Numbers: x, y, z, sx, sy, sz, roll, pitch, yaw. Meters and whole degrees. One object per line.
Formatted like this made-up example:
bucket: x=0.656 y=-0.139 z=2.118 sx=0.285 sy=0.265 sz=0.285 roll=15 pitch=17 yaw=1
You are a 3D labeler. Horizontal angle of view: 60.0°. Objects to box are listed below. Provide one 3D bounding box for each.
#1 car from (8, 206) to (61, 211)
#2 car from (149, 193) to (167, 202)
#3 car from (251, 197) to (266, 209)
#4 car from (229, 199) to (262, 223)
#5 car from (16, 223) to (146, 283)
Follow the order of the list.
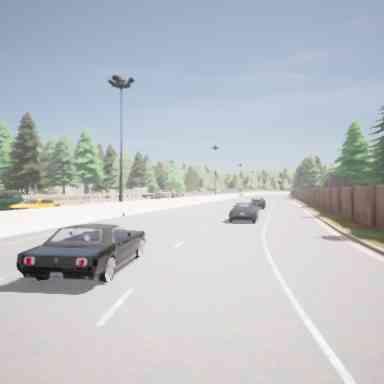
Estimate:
car: x=-13.390 y=1.269 z=28.682 sx=1.882 sy=1.535 sz=5.008 roll=0 pitch=0 yaw=14
car: x=-6.832 y=1.041 z=67.677 sx=2.097 sy=1.767 sz=4.553 roll=0 pitch=0 yaw=15
car: x=8.188 y=1.317 z=41.470 sx=2.128 sy=1.511 sz=4.902 roll=0 pitch=0 yaw=14
car: x=3.911 y=1.455 z=24.731 sx=1.994 sy=1.385 sz=4.181 roll=0 pitch=0 yaw=14
car: x=-2.713 y=1.539 z=9.498 sx=1.895 sy=1.301 sz=4.718 roll=0 pitch=0 yaw=6
